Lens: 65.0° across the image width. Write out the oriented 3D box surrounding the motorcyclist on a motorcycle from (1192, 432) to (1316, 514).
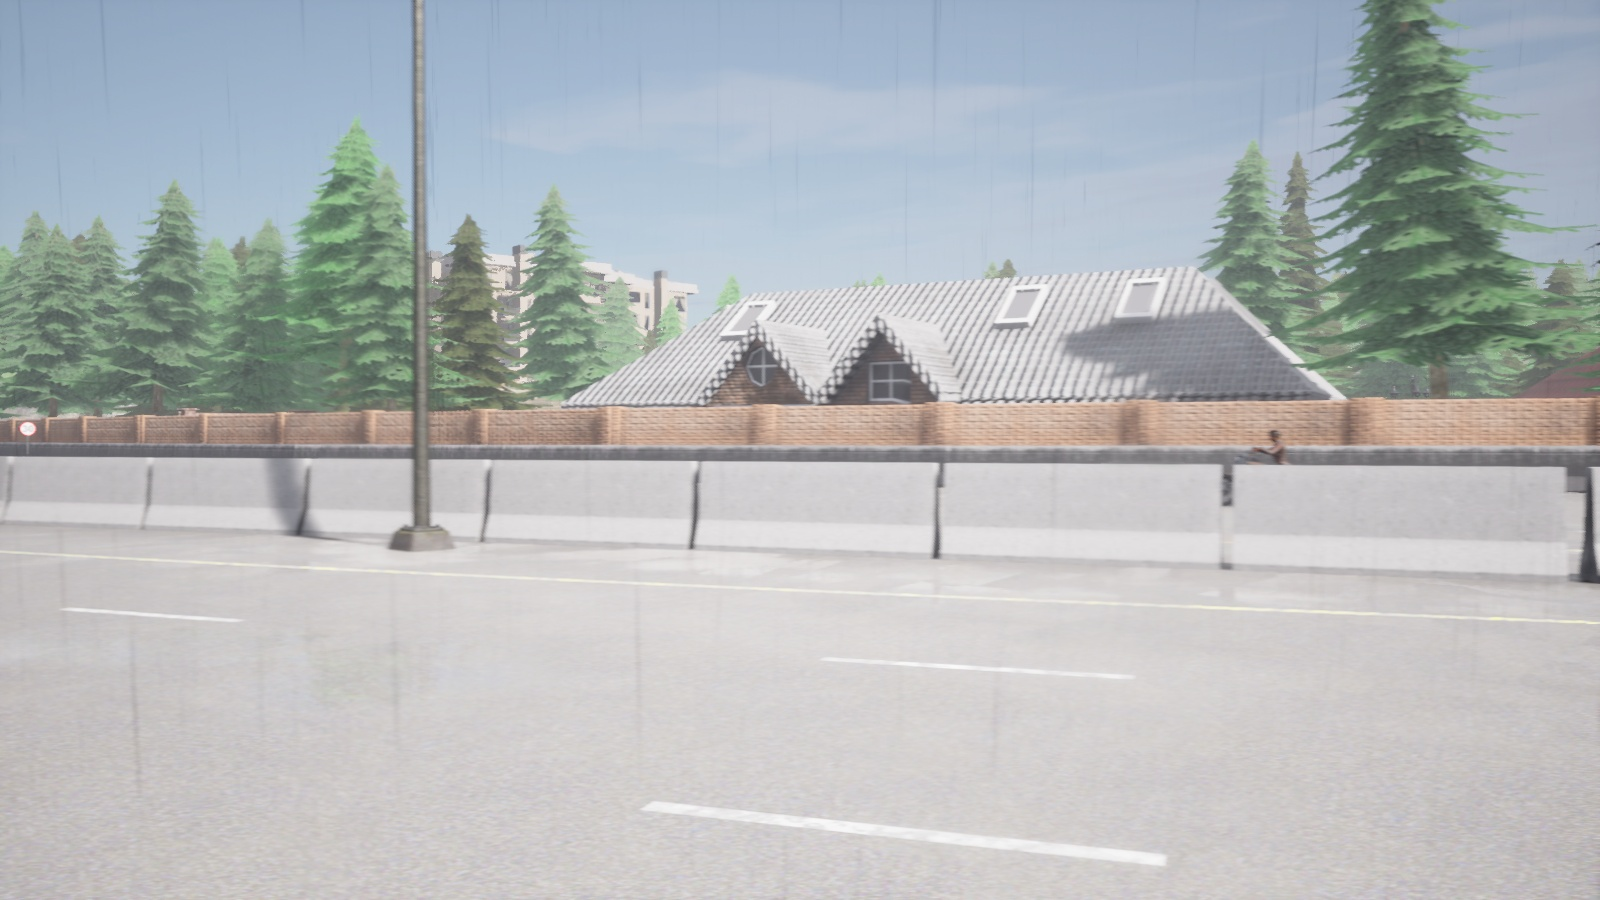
[{"bbox_3d":[9.332,0.459,25.881,2.350,1.649,0.766,0,0,19],"label":"motorcyclist on a motorcycle"}]
